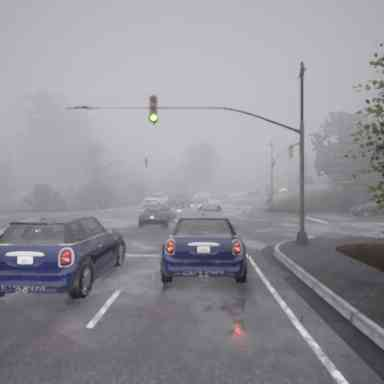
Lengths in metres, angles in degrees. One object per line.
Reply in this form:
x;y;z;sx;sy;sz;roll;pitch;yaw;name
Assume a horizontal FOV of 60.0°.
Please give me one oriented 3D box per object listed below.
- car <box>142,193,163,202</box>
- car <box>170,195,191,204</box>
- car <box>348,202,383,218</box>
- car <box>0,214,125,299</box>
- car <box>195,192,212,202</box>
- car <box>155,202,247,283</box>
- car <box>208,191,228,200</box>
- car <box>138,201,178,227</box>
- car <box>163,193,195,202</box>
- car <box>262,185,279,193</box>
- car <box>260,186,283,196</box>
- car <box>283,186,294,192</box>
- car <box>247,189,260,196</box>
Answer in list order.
-5.101;1.153;46.660;2.150;2.045;5.566;0;1;15;car
-1.912;1.229;56.187;1.994;1.385;4.181;0;2;20;car
16.186;1.460;28.809;4.892;1.490;1.837;-1;0;3;car
-3.201;1.354;8.630;2.097;1.767;4.553;0;0;2;car
1.345;1.193;54.907;1.812;1.442;4.674;0;2;21;car
0.339;1.356;9.850;2.097;1.767;4.553;0;0;2;car
5.355;0.780;64.380;1.895;1.301;4.718;0;3;25;car
-2.321;1.572;22.955;1.994;1.385;4.181;0;0;6;car
-1.690;1.151;45.852;2.150;2.045;5.566;0;1;15;car
19.170;-0.707;80.795;2.128;1.511;4.902;0;4;37;car
17.100;-0.023;71.360;2.128;1.511;4.902;0;4;32;car
22.777;-0.781;79.801;1.882;1.535;5.008;0;4;37;car
13.564;0.038;72.270;1.812;1.442;4.674;0;4;32;car
